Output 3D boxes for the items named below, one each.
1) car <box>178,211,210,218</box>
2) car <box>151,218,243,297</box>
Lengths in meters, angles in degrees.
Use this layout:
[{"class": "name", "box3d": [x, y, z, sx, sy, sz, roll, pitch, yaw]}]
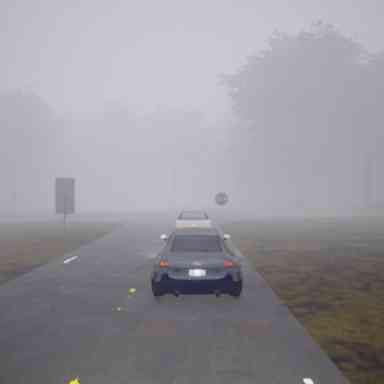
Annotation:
[{"class": "car", "box3d": [0.103, 1.698, 18.785, 1.895, 1.301, 4.718, 0, 0, 1]}, {"class": "car", "box3d": [0.090, 1.601, 8.678, 1.994, 1.385, 4.181, 0, 0, 0]}]
